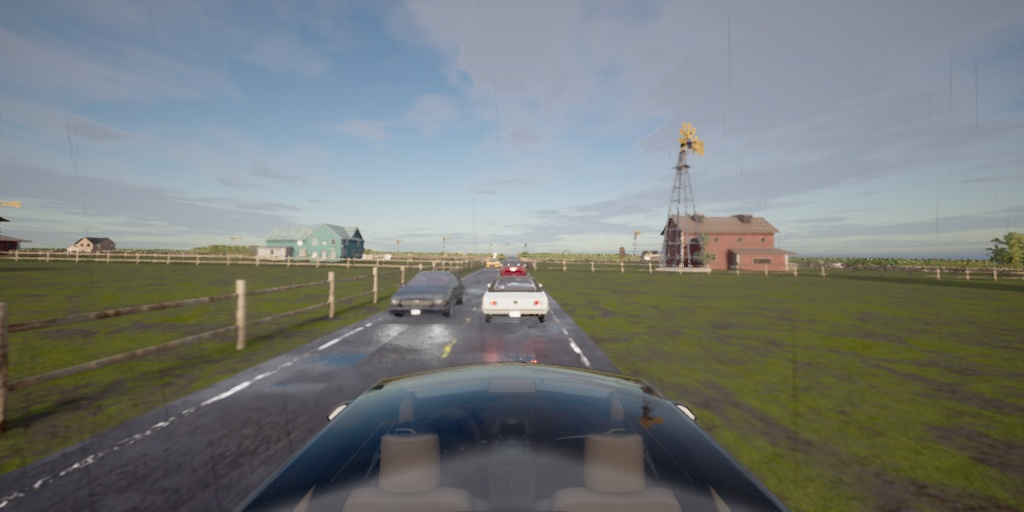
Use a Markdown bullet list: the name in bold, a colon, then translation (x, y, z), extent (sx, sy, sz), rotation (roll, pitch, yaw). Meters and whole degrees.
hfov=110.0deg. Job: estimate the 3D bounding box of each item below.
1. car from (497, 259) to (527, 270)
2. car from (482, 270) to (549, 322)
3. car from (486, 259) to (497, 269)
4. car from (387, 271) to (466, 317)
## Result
- **car**: translation (0.109, 1.056, 29.192), extent (2.097, 1.767, 4.553), rotation (0, 0, 0)
- **car**: translation (0.091, 1.332, 12.227), extent (1.895, 1.301, 4.718), rotation (0, 0, 0)
- **car**: translation (-2.805, 1.152, 53.196), extent (1.882, 1.535, 5.008), rotation (0, 0, 0)
- **car**: translation (-2.846, 1.277, 13.291), extent (2.033, 1.411, 5.357), rotation (0, 0, 0)
